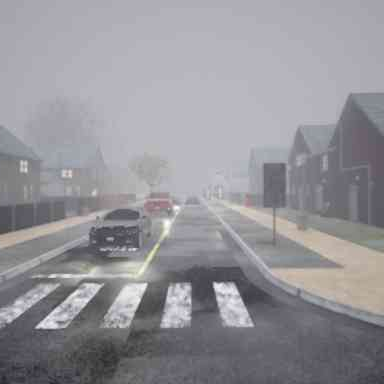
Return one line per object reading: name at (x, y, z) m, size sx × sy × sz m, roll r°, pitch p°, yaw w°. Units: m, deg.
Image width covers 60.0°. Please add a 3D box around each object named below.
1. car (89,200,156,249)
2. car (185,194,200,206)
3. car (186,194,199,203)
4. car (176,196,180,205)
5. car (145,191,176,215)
car at (-2.844, 1.336, 14.072) m, size 1.882 × 1.535 × 5.008 m, roll 0°, pitch 1°, yaw 0°
car at (0.079, 1.119, 44.675) m, size 1.994 × 1.385 × 4.181 m, roll 0°, pitch 0°, yaw 1°
car at (0.029, 1.035, 54.653) m, size 2.033 × 1.411 × 5.357 m, roll 0°, pitch 0°, yaw 0°
car at (-2.745, 1.160, 46.484) m, size 1.895 × 1.301 × 4.718 m, roll 0°, pitch 0°, yaw 0°
car at (-2.826, 0.923, 29.469) m, size 2.150 × 2.045 × 5.566 m, roll 0°, pitch 0°, yaw -1°
